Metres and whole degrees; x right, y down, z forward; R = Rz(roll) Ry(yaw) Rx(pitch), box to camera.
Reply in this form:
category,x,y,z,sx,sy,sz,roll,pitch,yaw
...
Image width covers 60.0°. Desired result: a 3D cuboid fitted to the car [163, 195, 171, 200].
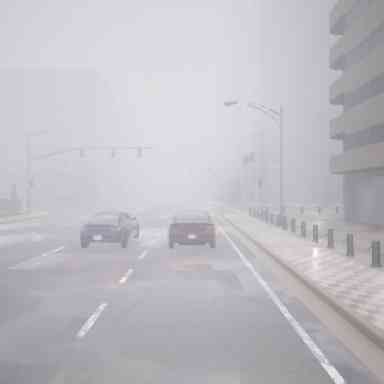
category,x,y,z,sx,sy,sz,roll,pitch,yaw
car,-7.000,1.588,93.255,1.895,1.301,4.718,0,0,0

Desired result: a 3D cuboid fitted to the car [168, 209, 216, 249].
category,x,y,z,sx,sy,sz,roll,pitch,yaw
car,0.000,1.484,14.650,1.882,1.535,5.008,0,0,0

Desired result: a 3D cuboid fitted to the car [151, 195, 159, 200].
category,x,y,z,sx,sy,sz,roll,pitch,yaw
car,-10.500,1.588,93.255,1.895,1.301,4.718,0,0,0

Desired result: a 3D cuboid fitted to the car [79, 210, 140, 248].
category,x,y,z,sx,sy,sz,roll,pitch,yaw
car,-3.500,1.532,14.650,1.812,1.442,4.674,0,0,0
